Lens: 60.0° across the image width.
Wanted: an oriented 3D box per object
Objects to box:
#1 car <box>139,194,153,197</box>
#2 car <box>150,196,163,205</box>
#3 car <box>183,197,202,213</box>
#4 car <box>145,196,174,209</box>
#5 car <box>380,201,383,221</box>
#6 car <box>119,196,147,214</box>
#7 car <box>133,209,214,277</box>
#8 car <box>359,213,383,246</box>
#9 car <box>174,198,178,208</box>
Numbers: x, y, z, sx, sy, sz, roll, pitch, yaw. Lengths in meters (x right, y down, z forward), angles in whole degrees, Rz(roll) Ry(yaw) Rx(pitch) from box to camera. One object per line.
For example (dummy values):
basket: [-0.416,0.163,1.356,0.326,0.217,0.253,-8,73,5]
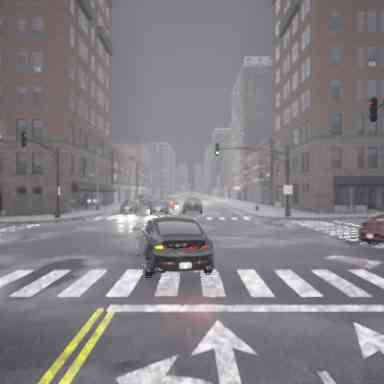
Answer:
car: [-6.599,1.263,47.038,2.150,2.045,5.566,0,0,0]
car: [-6.536,1.548,62.195,1.837,1.490,4.892,0,0,0]
car: [0.063,1.387,37.124,2.097,1.767,4.553,0,0,0]
car: [-3.356,1.525,35.009,2.128,1.511,4.902,0,0,-1]
car: [16.100,1.343,23.427,4.674,1.442,1.812,-1,0,1]
car: [-6.628,1.526,36.400,2.128,1.511,4.902,0,0,-1]
car: [-0.704,1.520,10.417,1.837,1.490,4.892,1,0,-13]
car: [8.843,1.413,13.225,4.674,1.442,1.812,-1,-2,-19]
car: [-3.362,1.390,44.184,2.097,1.767,4.553,0,0,0]
